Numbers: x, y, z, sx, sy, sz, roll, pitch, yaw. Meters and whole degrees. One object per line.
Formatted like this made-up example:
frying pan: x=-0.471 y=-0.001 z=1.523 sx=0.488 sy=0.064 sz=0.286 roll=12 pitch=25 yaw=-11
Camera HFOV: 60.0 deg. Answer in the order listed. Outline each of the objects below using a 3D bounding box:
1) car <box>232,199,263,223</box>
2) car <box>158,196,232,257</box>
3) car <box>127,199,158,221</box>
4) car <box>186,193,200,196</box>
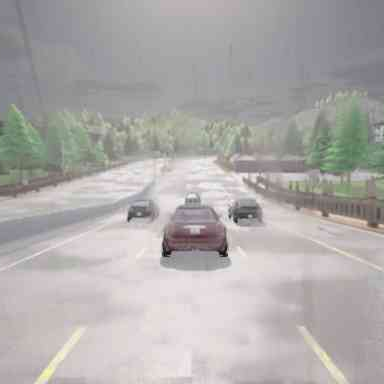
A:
car: x=3.594 y=1.223 z=22.926 sx=1.837 sy=1.490 sz=4.892 roll=0 pitch=1 yaw=0
car: x=0.097 y=1.199 z=12.460 sx=2.097 sy=1.767 sz=4.553 roll=0 pitch=1 yaw=0
car: x=-3.407 y=1.233 z=23.743 sx=1.812 sy=1.442 sz=4.674 roll=0 pitch=1 yaw=0
car: x=0.090 y=0.788 z=35.928 sx=2.033 sy=1.411 sz=5.357 roll=0 pitch=4 yaw=0
